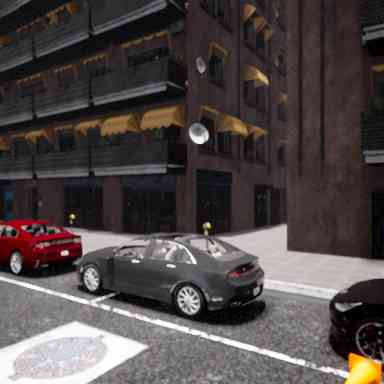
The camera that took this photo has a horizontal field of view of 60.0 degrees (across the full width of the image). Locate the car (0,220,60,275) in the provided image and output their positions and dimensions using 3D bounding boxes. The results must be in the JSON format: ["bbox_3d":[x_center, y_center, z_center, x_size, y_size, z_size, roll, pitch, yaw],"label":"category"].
[{"bbox_3d":[-5.333,1.540,10.337,4.507,1.381,1.887,0,0,34],"label":"car"}]

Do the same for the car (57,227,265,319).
[{"bbox_3d":[-0.650,1.548,7.212,4.403,1.369,2.008,0,0,34],"label":"car"}]

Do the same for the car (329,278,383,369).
[{"bbox_3d":[4.034,1.565,4.087,4.313,1.339,1.947,0,0,34],"label":"car"}]
